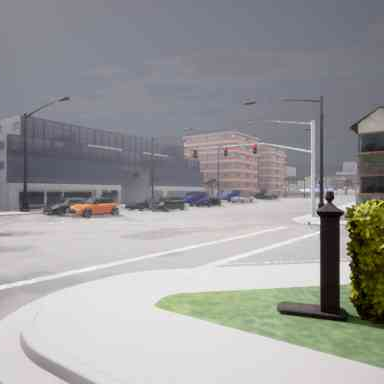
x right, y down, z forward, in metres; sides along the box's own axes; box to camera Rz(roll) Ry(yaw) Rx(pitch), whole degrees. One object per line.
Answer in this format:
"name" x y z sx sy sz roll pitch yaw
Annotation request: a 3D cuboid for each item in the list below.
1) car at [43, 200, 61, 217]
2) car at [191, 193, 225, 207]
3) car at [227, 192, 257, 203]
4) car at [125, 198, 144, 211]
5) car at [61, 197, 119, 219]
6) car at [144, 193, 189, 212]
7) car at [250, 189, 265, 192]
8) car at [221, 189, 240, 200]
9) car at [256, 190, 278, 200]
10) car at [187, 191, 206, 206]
"car" -11.526 1.310 31.100 2.097 1.767 4.553 0 0 35
"car" 2.240 1.294 44.654 1.994 1.385 4.181 0 1 35
"car" 8.001 1.060 52.868 1.895 1.301 4.718 0 2 35
"car" -5.525 1.435 39.676 2.033 1.411 5.357 0 1 35
"car" -8.636 1.309 29.124 2.097 1.767 4.553 0 0 35
"car" -2.823 1.242 37.414 2.097 1.767 4.553 0 1 35
"car" 12.982 0.415 65.957 2.150 2.045 5.566 0 1 35
"car" 6.394 0.619 56.663 2.150 2.045 5.566 0 2 35
"car" 14.129 0.829 61.544 1.895 1.301 4.718 0 1 36
"car" 0.229 0.915 47.883 2.150 2.045 5.566 0 1 35
